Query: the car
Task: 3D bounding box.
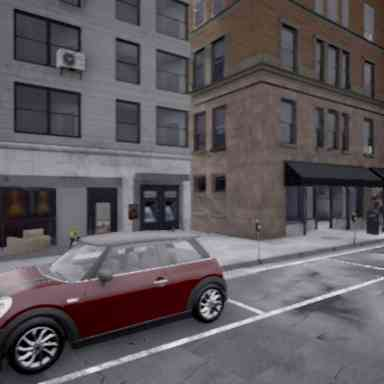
[{"bbox_3d":[-1.411,1.439,5.527,4.097,1.590,1.967,0,0,-35],"label":"car"}]
